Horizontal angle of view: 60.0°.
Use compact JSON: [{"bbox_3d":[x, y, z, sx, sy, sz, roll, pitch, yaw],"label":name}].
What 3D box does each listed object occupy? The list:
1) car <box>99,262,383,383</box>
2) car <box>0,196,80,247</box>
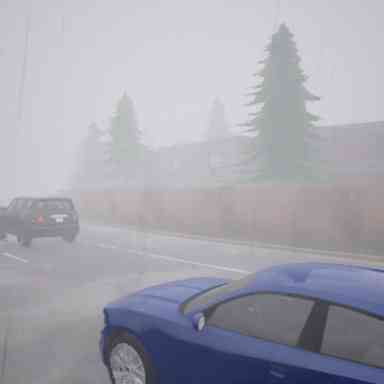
[{"bbox_3d":[1.157,1.488,3.324,5.008,1.535,1.882,0,0,36],"label":"car"},{"bbox_3d":[-7.182,1.207,15.225,2.150,2.045,5.566,0,0,-44],"label":"car"}]
